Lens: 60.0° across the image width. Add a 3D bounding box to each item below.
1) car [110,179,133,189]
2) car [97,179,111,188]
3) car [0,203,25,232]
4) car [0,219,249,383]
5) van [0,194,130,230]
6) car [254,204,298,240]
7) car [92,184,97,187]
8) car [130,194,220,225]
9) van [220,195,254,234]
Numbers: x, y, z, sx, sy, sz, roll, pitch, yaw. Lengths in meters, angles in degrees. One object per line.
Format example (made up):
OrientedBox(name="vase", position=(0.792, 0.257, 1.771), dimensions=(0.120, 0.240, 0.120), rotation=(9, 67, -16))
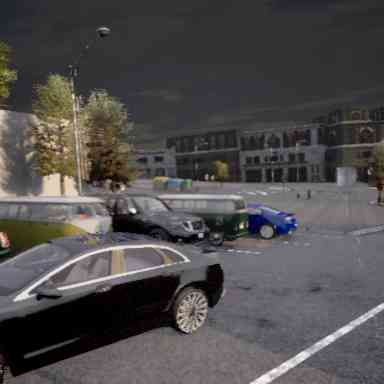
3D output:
OrientedBox(name="car", position=(-11.918, -1.327, 58.456), dimensions=(2.163, 1.488, 4.792), rotation=(1, 7, 11))
OrientedBox(name="car", position=(-14.453, -1.522, 59.985), dimensions=(2.231, 1.521, 4.892), rotation=(1, 7, 11))
OrientedBox(name="car", position=(-6.725, 1.236, 8.459), dimensions=(4.553, 1.767, 2.185), rotation=(0, 0, 31))
OrientedBox(name="car", position=(-1.634, 1.422, 4.853), dimensions=(4.902, 1.511, 2.128), rotation=(0, 1, -40))
OrientedBox(name="van", position=(-4.329, 1.125, 10.328), dimensions=(4.442, 1.987, 1.878), rotation=(0, 0, 31))
OrientedBox(name="car", position=(2.522, 1.319, 16.092), dimensions=(5.008, 1.535, 2.097), rotation=(0, 0, 31))
OrientedBox(name="car", position=(-17.019, -1.640, 61.453), dimensions=(2.002, 1.452, 4.674), rotation=(1, 7, 10))
OrientedBox(name="car", position=(-2.087, 1.090, 12.277), dimensions=(5.566, 2.045, 2.435), rotation=(0, 0, 31))
OrientedBox(name="van", position=(0.100, 1.105, 14.249), dimensions=(4.442, 1.987, 1.878), rotation=(0, 0, 31))
